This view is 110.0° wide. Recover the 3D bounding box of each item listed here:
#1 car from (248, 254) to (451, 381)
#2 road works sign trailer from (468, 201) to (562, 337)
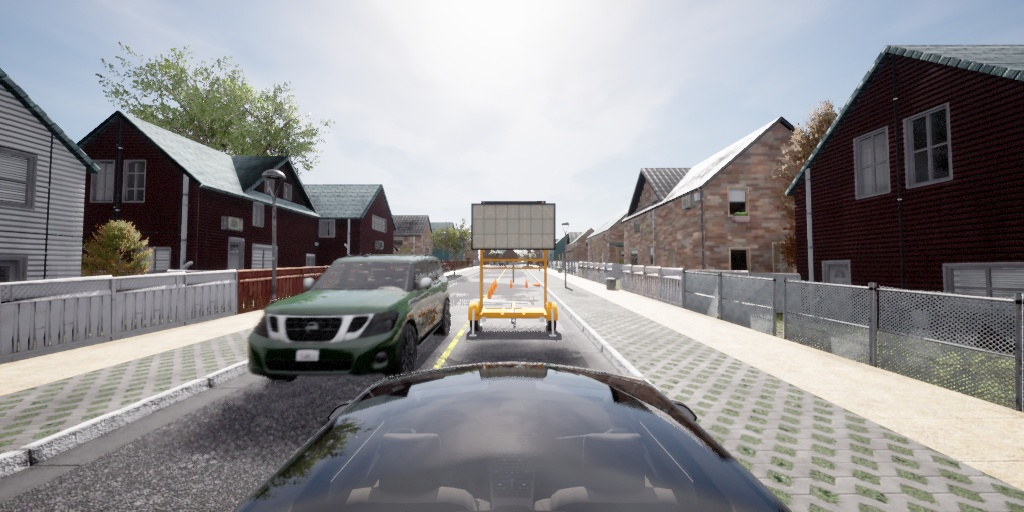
[{"bbox_3d":[-2.717,0.977,7.549,2.150,2.045,5.566,0,0,0],"label":"car"},{"bbox_3d":[0.042,0.226,10.346,2.380,3.560,2.880,0,0,1],"label":"road works sign trailer"}]
